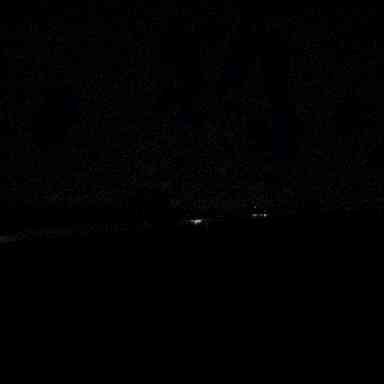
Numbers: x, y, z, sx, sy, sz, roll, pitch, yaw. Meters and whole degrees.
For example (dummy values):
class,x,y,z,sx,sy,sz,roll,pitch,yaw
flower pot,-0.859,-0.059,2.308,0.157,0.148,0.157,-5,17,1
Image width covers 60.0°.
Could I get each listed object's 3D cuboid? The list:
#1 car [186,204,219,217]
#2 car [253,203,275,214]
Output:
class,x,y,z,sx,sy,sz,roll,pitch,yaw
car,1.202,2.169,37.752,1.882,1.535,5.008,-1,-2,35
car,11.297,2.450,51.915,2.097,1.767,4.553,-1,-2,35
